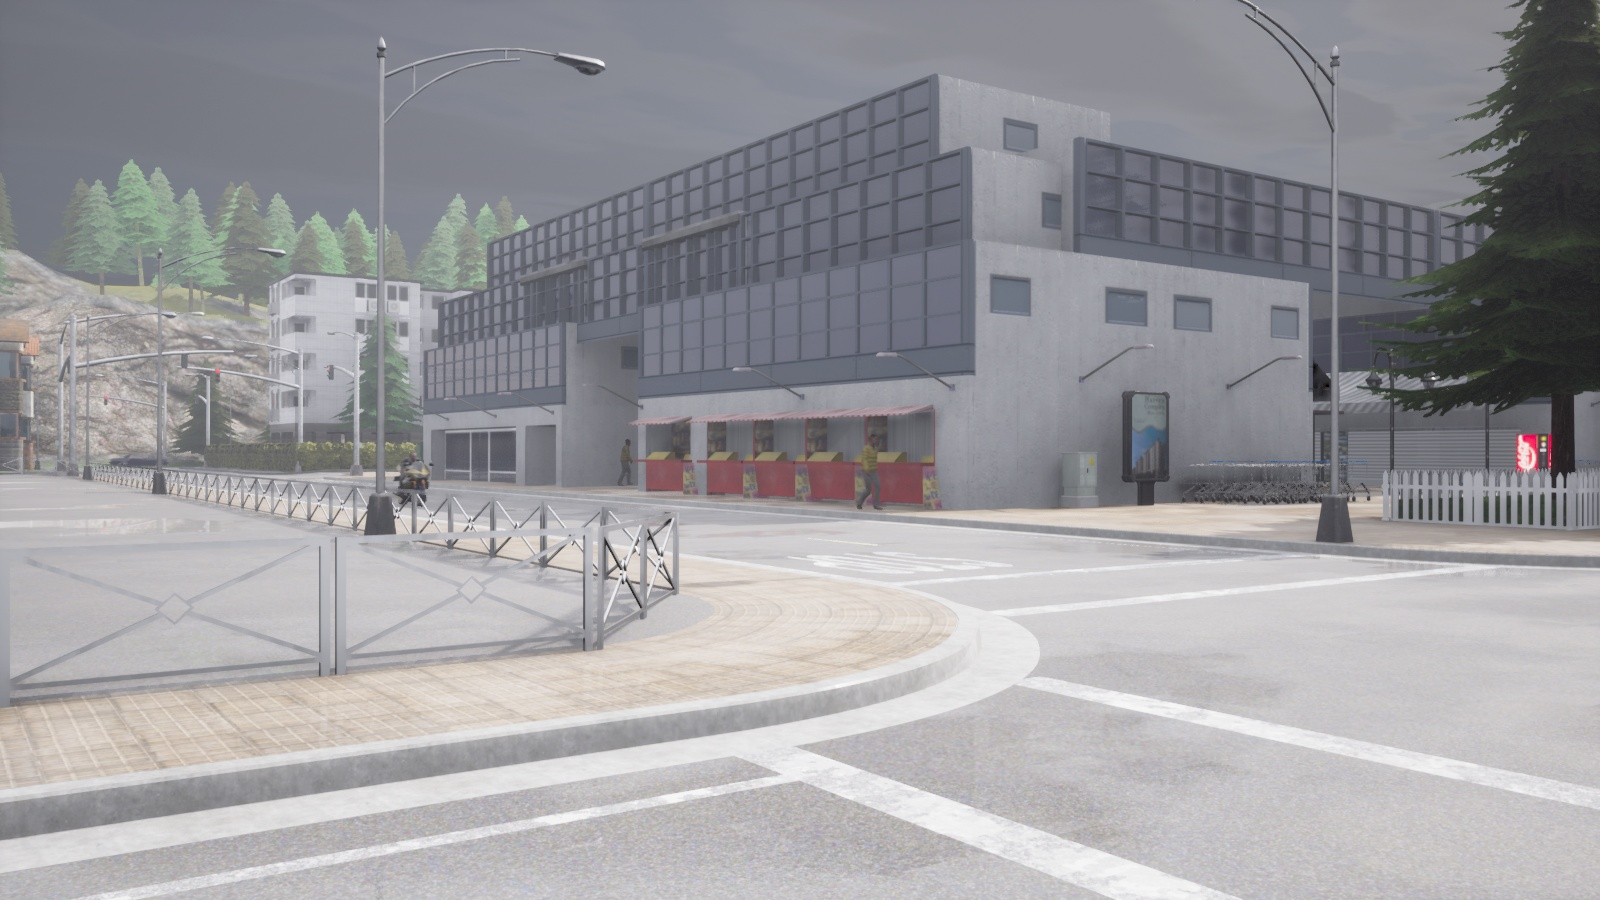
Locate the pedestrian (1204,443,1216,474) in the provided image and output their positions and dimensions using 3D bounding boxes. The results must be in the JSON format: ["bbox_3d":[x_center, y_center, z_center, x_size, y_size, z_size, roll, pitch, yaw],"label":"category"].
[{"bbox_3d":[24.512,0.517,75.059,0.345,1.836,0.594,0,0,-36],"label":"pedestrian"}]

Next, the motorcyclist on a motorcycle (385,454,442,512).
[{"bbox_3d":[-10.590,0.870,34.341,0.866,1.530,2.191,0,0,-34],"label":"motorcyclist on a motorcycle"}]

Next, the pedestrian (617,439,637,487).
[{"bbox_3d":[-6.613,0.494,48.014,0.709,1.840,0.431,0,0,-16],"label":"pedestrian"}]

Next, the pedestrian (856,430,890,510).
[{"bbox_3d":[1.678,0.456,29.027,0.431,1.840,0.709,0,0,-37],"label":"pedestrian"}]
